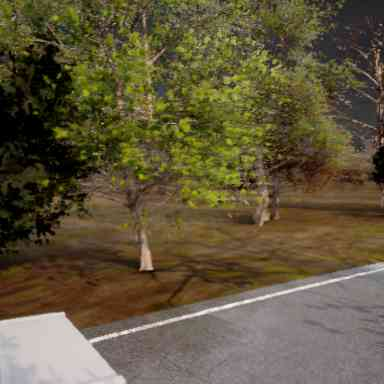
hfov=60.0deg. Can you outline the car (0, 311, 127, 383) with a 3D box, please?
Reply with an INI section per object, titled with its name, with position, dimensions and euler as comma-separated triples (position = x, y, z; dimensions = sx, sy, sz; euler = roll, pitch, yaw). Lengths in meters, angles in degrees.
[car]
position = -2.872, 1.595, 1.843
dimensions = 4.718, 1.301, 1.895
euler = 0, 0, -36
